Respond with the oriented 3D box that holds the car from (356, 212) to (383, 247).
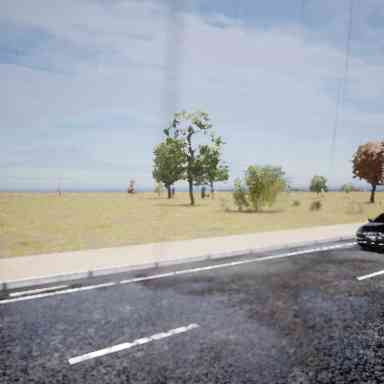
[{"bbox_3d":[8.796,1.525,13.946,4.892,1.490,1.837,0,0,-35],"label":"car"}]
